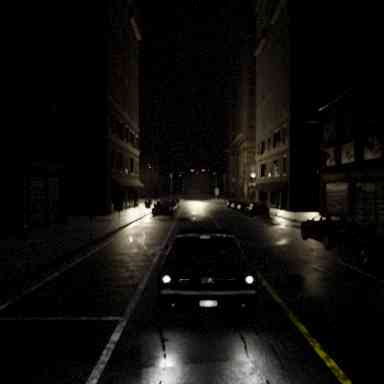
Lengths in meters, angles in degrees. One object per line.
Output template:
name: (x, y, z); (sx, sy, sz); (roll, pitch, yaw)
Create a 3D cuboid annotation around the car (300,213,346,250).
car: (6.027, 1.547, 14.187); (1.887, 1.381, 4.507); (-1, 0, 0)

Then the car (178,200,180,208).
car: (-2.591, 1.576, 36.171); (1.947, 1.339, 4.313); (-1, 0, 0)

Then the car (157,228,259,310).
car: (0.305, 1.602, 7.913); (1.895, 1.301, 4.718); (0, 0, 1)

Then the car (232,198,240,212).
car: (5.933, 1.556, 36.207); (1.887, 1.381, 4.507); (-1, 0, 0)

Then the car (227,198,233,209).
car: (5.910, 1.559, 41.712); (1.887, 1.381, 4.507); (-1, 0, 0)

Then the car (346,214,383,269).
car: (6.048, 1.441, 8.682); (1.967, 1.590, 4.097); (-1, 0, 0)

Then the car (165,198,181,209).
car: (-2.638, 1.562, 47.182); (1.887, 1.381, 4.507); (-1, 0, 0)

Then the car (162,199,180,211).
car: (-2.615, 1.565, 41.676); (2.008, 1.369, 4.403); (-1, 0, 0)

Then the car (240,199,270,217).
car: (5.957, 1.574, 30.702); (1.947, 1.339, 4.313); (-1, 0, 0)

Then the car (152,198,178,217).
car: (-2.570, 1.448, 30.666); (1.967, 1.590, 4.097); (-1, 0, 0)
